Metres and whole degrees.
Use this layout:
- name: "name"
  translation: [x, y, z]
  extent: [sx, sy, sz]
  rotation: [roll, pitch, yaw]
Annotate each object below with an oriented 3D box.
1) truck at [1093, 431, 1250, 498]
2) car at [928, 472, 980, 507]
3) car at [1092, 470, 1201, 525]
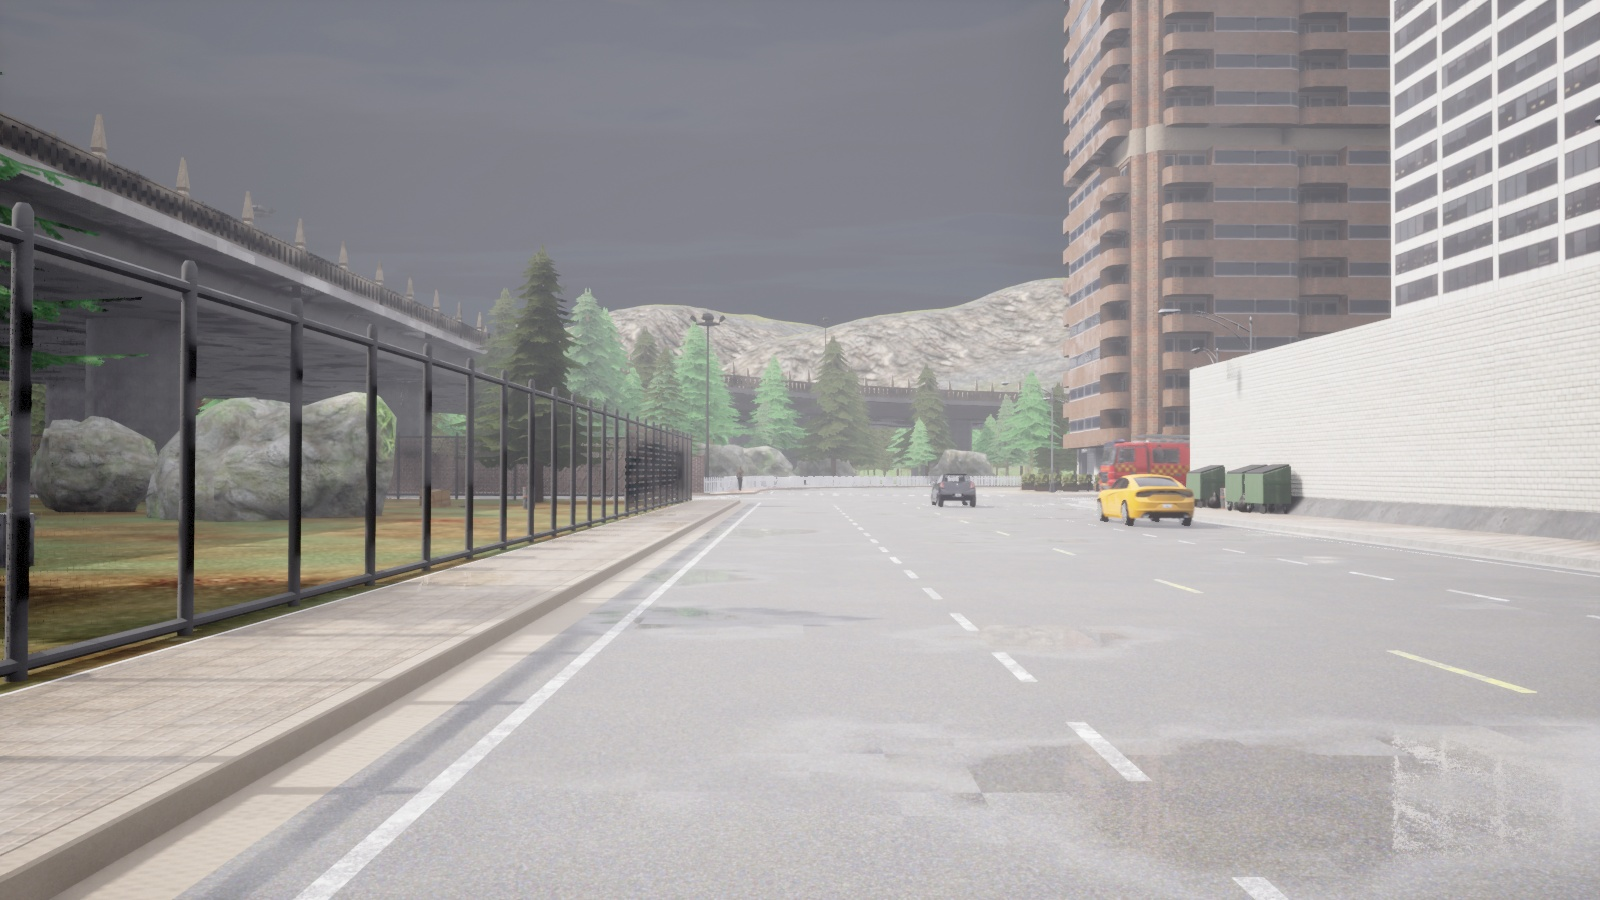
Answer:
- name: "truck"
  translation: [21.967, 0.867, 74.541]
  extent: [8.468, 3.827, 2.891]
  rotation: [0, -1, 1]
- name: "car"
  translation: [6.842, 1.741, 56.206]
  extent: [1.845, 1.501, 3.633]
  rotation: [0, -1, 0]
- name: "car"
  translation: [10.393, 1.388, 38.026]
  extent: [1.882, 1.535, 5.008]
  rotation: [0, -1, 0]
